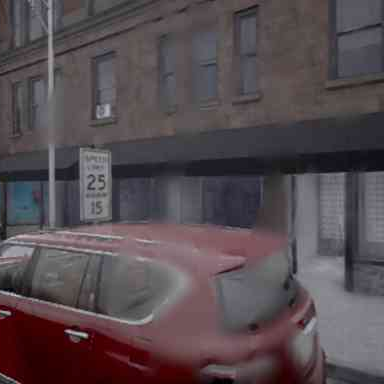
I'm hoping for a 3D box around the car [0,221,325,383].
[{"bbox_3d":[-1.142,1.278,3.798,5.009,1.841,2.192,0,1,33],"label":"car"}]
